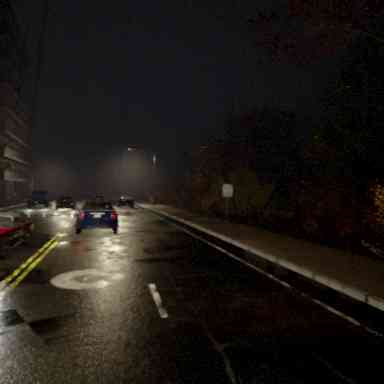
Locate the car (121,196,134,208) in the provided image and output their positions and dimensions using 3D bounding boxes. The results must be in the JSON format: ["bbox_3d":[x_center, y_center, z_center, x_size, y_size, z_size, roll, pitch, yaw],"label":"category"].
[{"bbox_3d":[-8.424,1.224,42.107,2.128,1.511,4.902,1,0,-16],"label":"car"}]

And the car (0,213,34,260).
[{"bbox_3d":[-7.002,1.433,11.594,1.895,1.301,4.718,1,0,-14],"label":"car"}]

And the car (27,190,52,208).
[{"bbox_3d":[-17.841,0.772,39.219,2.150,2.045,5.566,1,0,-16],"label":"car"}]

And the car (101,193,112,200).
[{"bbox_3d":[-19.196,0.969,74.982,1.994,1.385,4.181,1,0,-20],"label":"car"}]

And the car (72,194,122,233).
[{"bbox_3d":[-5.256,1.206,18.672,2.097,1.767,4.553,1,0,-15],"label":"car"}]

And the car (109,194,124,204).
[{"bbox_3d":[-12.989,1.147,56.883,2.033,1.411,5.357,1,0,-18],"label":"car"}]

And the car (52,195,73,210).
[{"bbox_3d":[-13.525,1.121,35.870,1.882,1.535,5.008,1,0,-16],"label":"car"}]
